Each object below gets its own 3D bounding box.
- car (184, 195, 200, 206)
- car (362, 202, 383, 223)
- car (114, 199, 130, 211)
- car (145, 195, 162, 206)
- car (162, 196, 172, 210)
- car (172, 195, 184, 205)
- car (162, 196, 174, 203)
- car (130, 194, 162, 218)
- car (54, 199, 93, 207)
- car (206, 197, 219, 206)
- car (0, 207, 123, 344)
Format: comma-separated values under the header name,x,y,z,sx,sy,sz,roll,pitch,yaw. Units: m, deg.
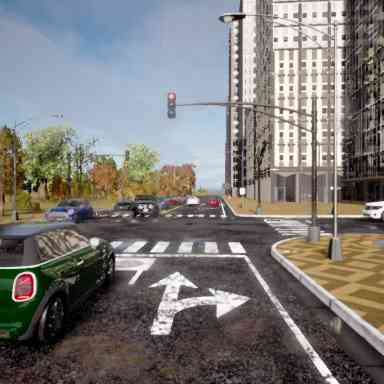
name,x,y,z,sx,sy,sz,roll,pitch,yaw
car,0.251,1.521,55.827,1.812,1.442,4.674,0,0,5
car,14.821,1.059,22.846,5.566,2.045,2.150,0,0,5
car,-7.778,1.555,39.254,1.994,1.385,4.181,0,0,4
car,-6.431,1.346,56.140,2.097,1.767,4.553,0,0,5
car,-4.241,1.344,42.744,2.097,1.767,4.553,0,0,5
car,-3.086,1.596,57.214,1.895,1.301,4.718,0,0,5
car,-5.112,1.515,71.759,1.812,1.442,4.674,0,0,5
car,-4.237,1.199,30.025,2.150,2.045,5.566,0,-1,-9
car,-8.897,1.338,24.563,2.097,1.767,4.553,0,0,4
car,3.359,1.560,53.907,1.994,1.385,4.181,0,0,5
car,-3.007,1.351,6.592,2.097,1.767,4.553,0,0,1
